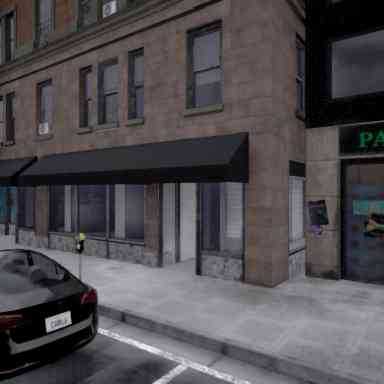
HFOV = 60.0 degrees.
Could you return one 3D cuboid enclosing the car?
[{"bbox_3d":[-3.266,1.566,5.138,4.313,1.339,1.947,0,0,36],"label":"car"}]
